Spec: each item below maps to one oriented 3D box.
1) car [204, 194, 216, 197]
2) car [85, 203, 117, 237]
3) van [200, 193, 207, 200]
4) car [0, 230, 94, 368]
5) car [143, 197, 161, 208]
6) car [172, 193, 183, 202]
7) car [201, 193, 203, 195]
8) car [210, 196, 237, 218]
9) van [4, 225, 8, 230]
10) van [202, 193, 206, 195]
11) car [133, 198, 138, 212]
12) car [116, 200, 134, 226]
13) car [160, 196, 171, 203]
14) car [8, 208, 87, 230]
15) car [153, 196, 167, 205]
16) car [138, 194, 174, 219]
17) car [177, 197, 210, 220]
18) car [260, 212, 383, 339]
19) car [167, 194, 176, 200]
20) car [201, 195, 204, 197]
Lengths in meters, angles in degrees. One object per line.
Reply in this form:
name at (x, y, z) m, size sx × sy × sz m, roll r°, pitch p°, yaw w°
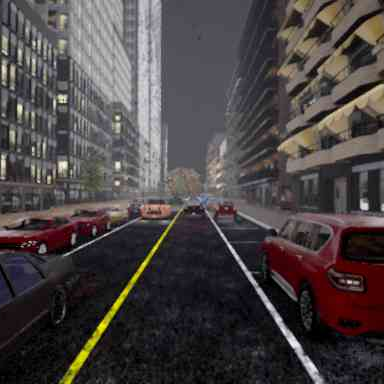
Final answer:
car at (2.871, 1.450, 46.272) m, size 1.752 × 1.417 × 4.829 m, roll 1°, pitch 0°, yaw 0°
car at (-5.616, 1.508, 17.840) m, size 1.887 × 1.381 × 4.507 m, roll 1°, pitch 0°, yaw 0°
van at (3.022, 1.202, 85.702) m, size 1.690 × 1.788 × 3.998 m, roll 1°, pitch 0°, yaw 0°
car at (-3.091, 1.536, 4.176) m, size 2.033 × 1.411 × 5.357 m, roll 0°, pitch 0°, yaw 0°
car at (-5.510, 1.461, 46.127) m, size 1.887 × 1.381 × 4.507 m, roll 1°, pitch 0°, yaw 0°
car at (-2.808, 1.117, 60.061) m, size 2.150 × 2.045 × 5.566 m, roll 0°, pitch 0°, yaw 1°
car at (2.914, 1.347, 57.416) m, size 1.967 × 1.590 × 4.097 m, roll 1°, pitch 0°, yaw 0°
car at (2.808, 1.394, 29.129) m, size 1.967 × 1.590 × 4.097 m, roll 1°, pitch 0°, yaw 0°
van at (-5.656, 1.324, 6.525) m, size 1.690 × 1.788 × 3.998 m, roll 1°, pitch 0°, yaw 0°
van at (2.895, 1.257, 51.758) m, size 1.690 × 1.788 × 3.998 m, roll 1°, pitch 0°, yaw 0°
car at (-5.551, 1.375, 34.811) m, size 1.967 × 1.590 × 4.097 m, roll 1°, pitch 0°, yaw 0°
car at (-5.595, 1.479, 23.328) m, size 1.752 × 1.417 × 4.829 m, roll 1°, pitch 0°, yaw 0°
car at (-5.425, 1.445, 68.755) m, size 1.947 × 1.339 × 4.313 m, roll 1°, pitch 0°, yaw 0°
car at (-5.637, 1.518, 12.183) m, size 1.887 × 1.381 × 4.507 m, roll 1°, pitch 0°, yaw 0°
car at (-5.468, 1.448, 57.441) m, size 2.008 × 1.369 × 4.403 m, roll 1°, pitch 0°, yaw 0°
car at (-2.920, 1.300, 28.039) m, size 2.097 × 1.767 × 4.553 m, roll 0°, pitch 0°, yaw 1°
car at (0.162, 1.445, 27.813) m, size 2.128 × 1.511 × 4.902 m, roll 0°, pitch 0°, yaw 1°
car at (2.725, 1.307, 6.500) m, size 2.192 × 1.841 × 5.009 m, roll 1°, pitch 0°, yaw 0°
car at (-5.360, 1.291, 85.727) m, size 1.967 × 1.590 × 4.097 m, roll 1°, pitch 0°, yaw 0°
car at (0.236, 1.473, 44.346) m, size 2.033 × 1.411 × 5.357 m, roll 0°, pitch 0°, yaw 1°
